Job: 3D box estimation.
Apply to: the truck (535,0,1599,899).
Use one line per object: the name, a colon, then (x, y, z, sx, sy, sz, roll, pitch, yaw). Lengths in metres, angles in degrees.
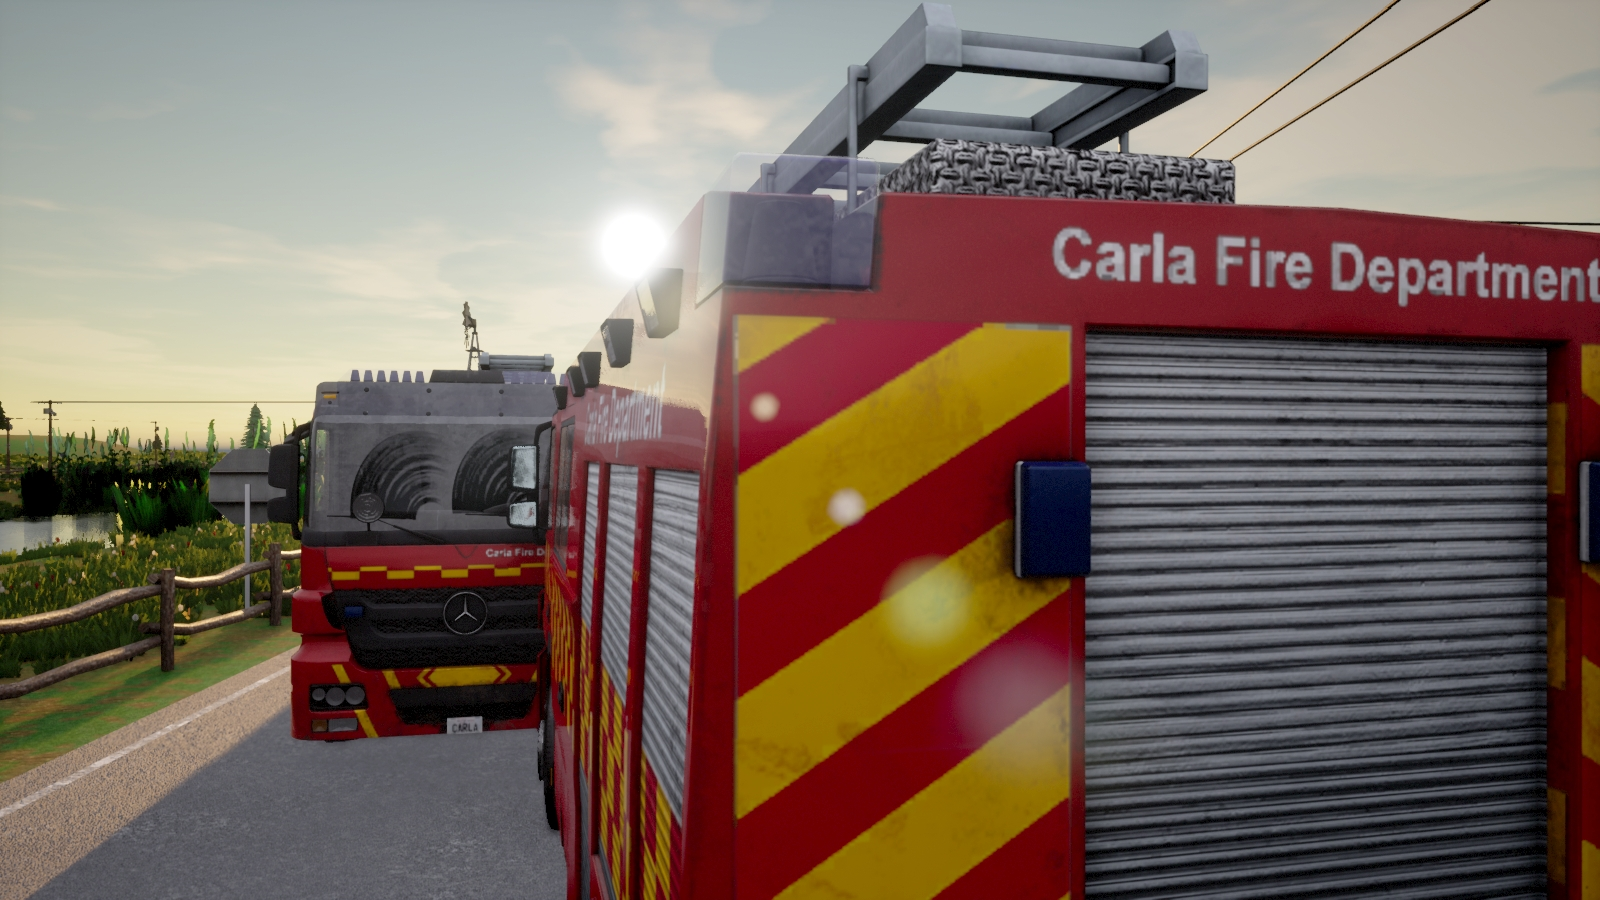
truck: (0.011, 0.867, 6.874, 2.891, 3.827, 8.468, 0, 0, -15)

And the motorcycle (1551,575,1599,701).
motorcycle: (9.790, 2.142, 13.133, 1.805, 1.316, 0.856, 0, 0, -7)

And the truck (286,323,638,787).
truck: (-3.907, 0.862, 13.886, 2.891, 3.827, 8.468, 0, 0, -15)

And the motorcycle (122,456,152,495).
motorcycle: (-41.318, 1.577, 71.197, 0.803, 2.348, 2.033, 0, 0, -4)
